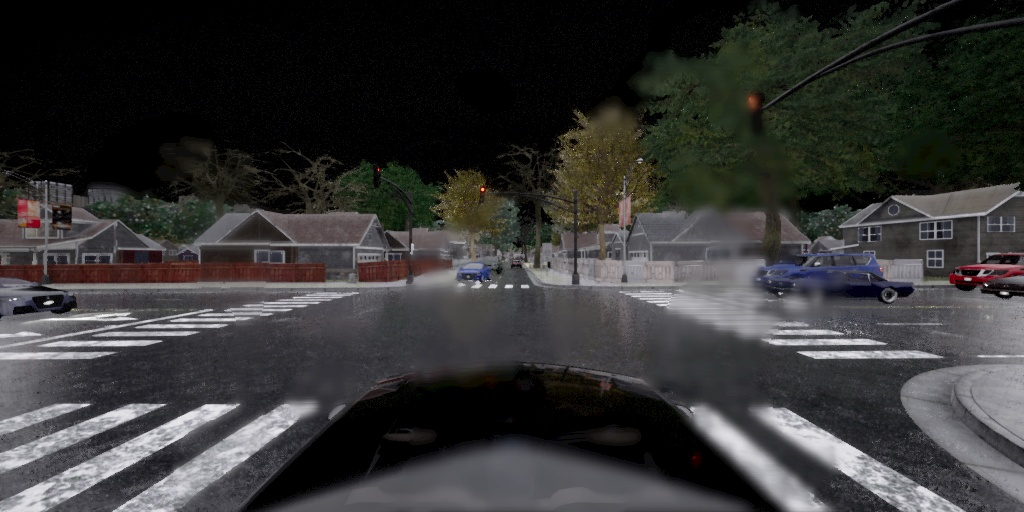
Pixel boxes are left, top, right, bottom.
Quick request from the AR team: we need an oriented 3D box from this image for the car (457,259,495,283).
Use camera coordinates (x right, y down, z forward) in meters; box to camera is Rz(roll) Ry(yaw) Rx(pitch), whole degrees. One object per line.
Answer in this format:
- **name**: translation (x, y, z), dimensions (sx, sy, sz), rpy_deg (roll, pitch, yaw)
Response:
- **car**: translation (-2.867, 1.238, 28.200), dimensions (1.882, 1.535, 5.008), rpy_deg (0, 0, 6)

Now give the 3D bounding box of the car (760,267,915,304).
- **car**: translation (13.555, 1.260, 15.059), dimensions (4.718, 1.301, 1.895), rpy_deg (0, 0, 1)

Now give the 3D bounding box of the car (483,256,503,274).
- **car**: translation (-2.379, 0.994, 41.360), dimensions (2.150, 2.045, 5.566), rpy_deg (0, 0, 1)

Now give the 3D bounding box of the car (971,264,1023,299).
- **car**: translation (23.205, 1.153, 14.903), dimensions (5.357, 1.411, 2.033), rpy_deg (0, 0, 1)

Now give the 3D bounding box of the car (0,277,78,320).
- **car**: translation (-17.591, 1.410, 12.124), dimensions (4.181, 1.385, 1.994), rpy_deg (0, 0, 1)

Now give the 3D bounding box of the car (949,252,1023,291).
- **car**: translation (25.851, 0.811, 18.107), dimensions (5.566, 2.045, 2.150), rpy_deg (0, 0, 1)

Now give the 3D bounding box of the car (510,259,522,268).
- **car**: translation (0.741, 1.298, 61.404), dimensions (1.837, 1.490, 4.892), rpy_deg (0, 0, 1)

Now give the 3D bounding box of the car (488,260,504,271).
- **car**: translation (-2.235, 1.330, 51.942), dimensions (2.033, 1.411, 5.357), rpy_deg (0, 0, 1)

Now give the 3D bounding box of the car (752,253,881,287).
- **car**: translation (15.485, 0.868, 18.291), dimensions (5.566, 2.045, 2.150), rpy_deg (0, 0, 1)
